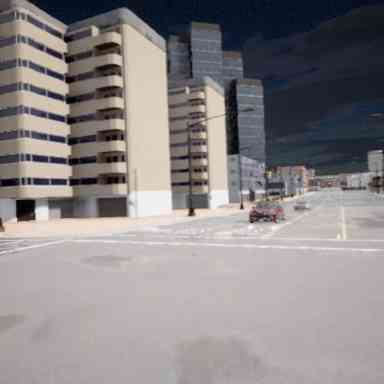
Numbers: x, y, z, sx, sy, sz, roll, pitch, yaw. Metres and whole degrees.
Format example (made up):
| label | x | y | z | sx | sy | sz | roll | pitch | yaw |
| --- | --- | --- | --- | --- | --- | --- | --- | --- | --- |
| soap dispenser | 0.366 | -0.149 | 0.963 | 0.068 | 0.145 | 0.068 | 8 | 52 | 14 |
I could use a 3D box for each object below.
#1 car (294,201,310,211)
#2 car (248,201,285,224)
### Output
| label | x | y | z | sx | sy | sz | roll | pitch | yaw |
| --- | --- | --- | --- | --- | --- | --- | --- | --- | --- |
| car | 16.044 | 1.989 | 48.625 | 1.895 | 1.301 | 4.718 | -3 | -2 | 24 |
| car | 5.865 | 1.468 | 25.978 | 2.097 | 1.767 | 4.553 | -3 | -1 | 24 |
